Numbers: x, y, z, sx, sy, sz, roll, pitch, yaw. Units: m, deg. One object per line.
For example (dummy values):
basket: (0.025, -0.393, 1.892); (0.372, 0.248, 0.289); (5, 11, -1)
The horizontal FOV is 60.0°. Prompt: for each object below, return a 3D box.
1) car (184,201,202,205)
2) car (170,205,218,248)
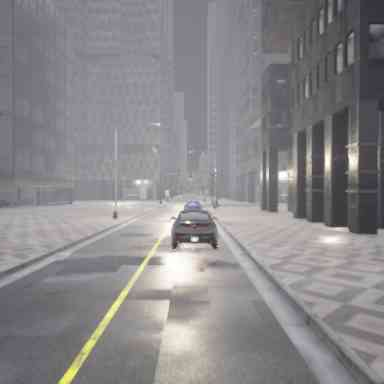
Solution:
car: (0.099, 1.621, 32.356); (1.812, 1.442, 4.674); (0, 0, 0)
car: (0.099, 1.527, 14.891); (1.837, 1.490, 4.892); (0, 0, 0)
